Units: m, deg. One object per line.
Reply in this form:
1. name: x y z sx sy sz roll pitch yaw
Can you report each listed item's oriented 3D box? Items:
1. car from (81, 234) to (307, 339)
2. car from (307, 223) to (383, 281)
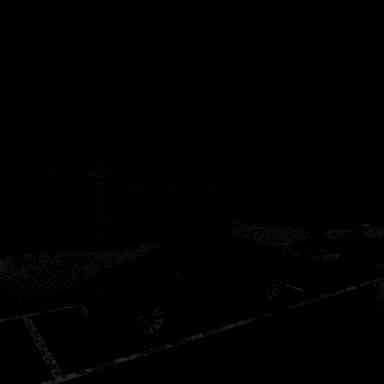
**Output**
1. car: 0.072 1.566 6.588 4.313 1.339 1.947 0 0 -35
2. car: 4.552 1.582 9.781 4.206 1.307 1.802 0 0 -35
